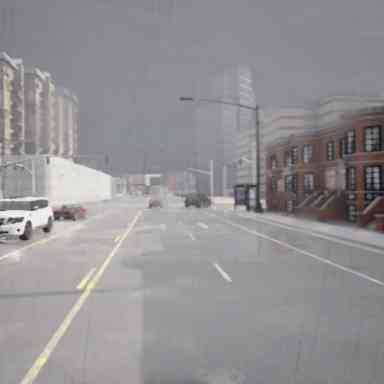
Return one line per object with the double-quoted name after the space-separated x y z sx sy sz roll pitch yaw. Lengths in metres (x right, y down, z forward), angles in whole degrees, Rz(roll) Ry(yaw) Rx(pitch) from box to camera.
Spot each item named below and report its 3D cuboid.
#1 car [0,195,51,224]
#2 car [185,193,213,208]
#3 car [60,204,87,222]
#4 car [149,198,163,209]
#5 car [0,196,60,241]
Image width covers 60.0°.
-13.645 1.352 27.479 2.150 2.045 5.566 -1 0 -6 "car"
0.947 1.158 46.072 2.150 2.045 5.566 -2 0 24 "car"
-10.123 1.689 27.496 1.895 1.301 4.718 -1 0 -6 "car"
-5.128 1.532 46.916 1.812 1.442 4.674 -1 0 -6 "car"
-9.012 1.307 17.436 2.150 2.045 5.566 -1 0 -6 "car"
